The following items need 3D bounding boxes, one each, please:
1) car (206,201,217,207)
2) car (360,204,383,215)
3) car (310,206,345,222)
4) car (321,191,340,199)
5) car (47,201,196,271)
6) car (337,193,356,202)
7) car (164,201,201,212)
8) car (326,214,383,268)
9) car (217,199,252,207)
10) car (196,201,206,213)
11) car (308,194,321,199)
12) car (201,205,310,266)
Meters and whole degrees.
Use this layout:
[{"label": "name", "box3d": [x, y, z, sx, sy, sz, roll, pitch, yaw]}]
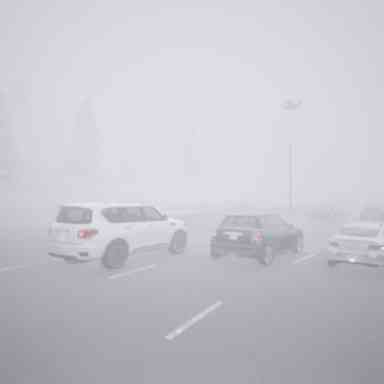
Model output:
[{"label": "car", "box3d": [4.341, 1.748, 42.207, 2.097, 1.767, 4.553, 0, 0, 41]}, {"label": "car", "box3d": [15.835, 1.796, 28.442, 2.128, 1.511, 4.902, 0, 0, 41]}, {"label": "car", "box3d": [11.900, 1.922, 29.236, 1.895, 1.301, 4.718, 0, 0, 41]}, {"label": "car", "box3d": [30.897, 0.857, 72.886, 2.150, 2.045, 5.566, 0, 1, 41]}, {"label": "car", "box3d": [-2.324, 1.376, 11.891, 2.150, 2.045, 5.566, 0, -1, 32]}, {"label": "car", "box3d": [32.904, 1.336, 69.850, 2.128, 1.511, 4.902, 0, 1, 41]}, {"label": "car", "box3d": [-1.218, 1.981, 46.479, 2.033, 1.411, 5.357, 0, 0, 41]}, {"label": "car", "box3d": [5.976, 1.718, 11.355, 1.812, 1.442, 4.674, 0, -1, 37]}, {"label": "car", "box3d": [5.362, 1.857, 38.033, 1.882, 1.535, 5.008, 0, 0, 41]}, {"label": "car", "box3d": [1.615, 1.893, 44.404, 1.882, 1.535, 5.008, 0, 0, 41]}, {"label": "car", "box3d": [28.269, 1.127, 75.196, 1.882, 1.535, 5.008, 0, 1, 41]}, {"label": "car", "box3d": [2.604, 1.546, 12.634, 2.097, 1.767, 4.553, 0, -1, 36]}]
